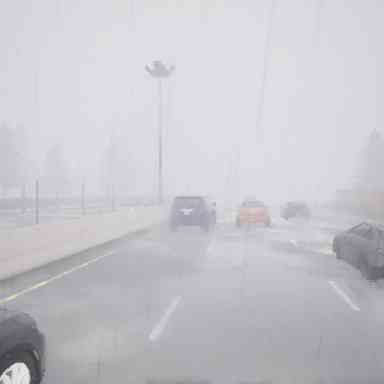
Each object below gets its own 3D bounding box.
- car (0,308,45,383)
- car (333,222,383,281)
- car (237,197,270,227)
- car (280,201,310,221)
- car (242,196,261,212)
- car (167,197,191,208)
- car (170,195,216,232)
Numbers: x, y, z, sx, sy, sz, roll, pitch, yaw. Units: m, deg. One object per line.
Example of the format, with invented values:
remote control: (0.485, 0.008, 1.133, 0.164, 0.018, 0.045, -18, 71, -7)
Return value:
car: (-2.810, 1.503, 1.803, 1.837, 1.490, 4.892, 0, 0, 9)
car: (5.570, 1.560, 9.713, 1.994, 1.385, 4.181, 0, 0, 9)
car: (4.221, 1.340, 23.212, 2.097, 1.767, 4.553, 0, 0, 9)
car: (8.464, 1.492, 27.490, 1.837, 1.490, 4.892, 0, 0, 9)
car: (7.079, 1.332, 39.584, 2.097, 1.767, 4.553, 0, 0, 10)
car: (-1.849, 1.521, 48.438, 2.033, 1.411, 5.357, 0, 0, 15)
car: (0.167, 1.211, 20.091, 2.150, 2.045, 5.566, 0, 0, 9)
